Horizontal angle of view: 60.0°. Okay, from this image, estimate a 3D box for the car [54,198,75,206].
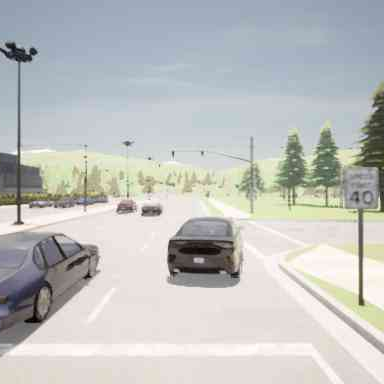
[{"bbox_3d":[-22.528,1.788,58.971,1.895,1.301,4.718,0,0,1],"label":"car"}]

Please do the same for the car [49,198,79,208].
[{"bbox_3d":[-19.133,1.664,50.104,1.837,1.490,4.892,0,0,1],"label":"car"}]

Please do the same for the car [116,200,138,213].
[{"bbox_3d":[-7.622,1.648,39.235,1.812,1.442,4.674,0,0,0],"label":"car"}]

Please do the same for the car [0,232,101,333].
[{"bbox_3d":[-3.489,1.571,7.108,2.033,1.411,5.357,0,0,-1],"label":"car"}]

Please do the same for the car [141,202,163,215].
[{"bbox_3d":[-4.128,1.710,35.249,1.895,1.301,4.718,0,0,0],"label":"car"}]

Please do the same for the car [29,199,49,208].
[{"bbox_3d":[-22.634,1.761,50.078,1.895,1.301,4.718,0,0,1],"label":"car"}]

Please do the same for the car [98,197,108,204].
[{"bbox_3d":[-18.901,1.771,69.628,1.994,1.385,4.181,0,0,1],"label":"car"}]

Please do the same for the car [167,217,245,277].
[{"bbox_3d":[0.604,1.510,10.498,1.882,1.535,5.008,0,0,10],"label":"car"}]

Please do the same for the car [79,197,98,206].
[{"bbox_3d":[-19.021,1.665,59.561,1.882,1.535,5.008,0,0,1],"label":"car"}]

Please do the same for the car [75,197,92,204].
[{"bbox_3d":[-22.410,1.770,68.872,1.994,1.385,4.181,0,0,1],"label":"car"}]
